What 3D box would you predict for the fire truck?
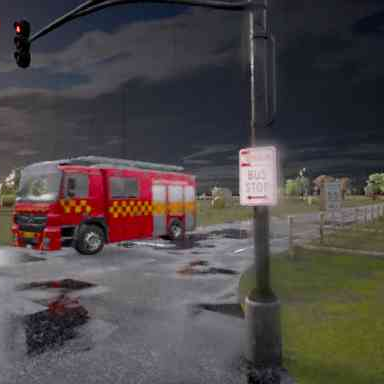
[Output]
[{"bbox_3d":[-3.312,0.539,15.227,2.891,3.827,8.468,-1,-2,36],"label":"fire truck"}]
